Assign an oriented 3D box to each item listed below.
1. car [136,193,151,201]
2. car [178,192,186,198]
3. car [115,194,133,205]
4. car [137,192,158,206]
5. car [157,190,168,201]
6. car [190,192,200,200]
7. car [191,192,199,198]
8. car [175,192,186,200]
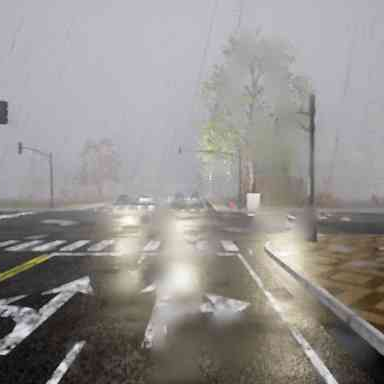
[{"bbox_3d":[-9.285,0.984,64.516,2.033,1.411,5.357,0,1,1],"label":"car"},{"bbox_3d":[-2.479,0.760,82.164,1.895,1.301,4.718,0,1,1],"label":"car"},{"bbox_3d":[-9.653,1.099,47.461,1.837,1.490,4.892,0,1,1],"label":"car"},{"bbox_3d":[-6.413,1.123,47.157,1.812,1.442,4.674,0,1,1],"label":"car"},{"bbox_3d":[-6.014,0.648,65.737,2.150,2.045,5.566,0,1,1],"label":"car"},{"bbox_3d":[0.590,0.867,71.661,1.837,1.490,4.892,0,1,1],"label":"car"},{"bbox_3d":[0.770,0.666,82.076,1.837,1.490,4.892,0,1,1],"label":"car"},{"bbox_3d":[-2.660,0.843,71.717,1.882,1.535,5.008,0,1,1],"label":"car"}]
